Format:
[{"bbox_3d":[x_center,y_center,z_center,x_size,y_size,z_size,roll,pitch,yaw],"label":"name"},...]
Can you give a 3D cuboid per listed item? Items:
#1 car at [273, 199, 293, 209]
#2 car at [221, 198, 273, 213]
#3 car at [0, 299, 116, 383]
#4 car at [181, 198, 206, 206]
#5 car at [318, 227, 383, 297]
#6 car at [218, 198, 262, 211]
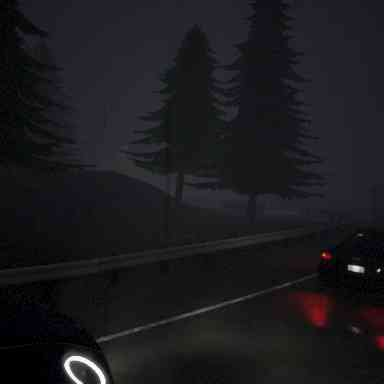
[{"bbox_3d":[11.547,1.600,46.106,4.718,1.301,1.895,0,0,35],"label":"car"},{"bbox_3d":[6.094,1.602,37.110,4.718,1.301,1.895,0,0,35],"label":"car"},{"bbox_3d":[-2.773,1.352,2.049,4.553,1.767,2.097,0,0,-35],"label":"car"},{"bbox_3d":[-0.021,1.553,54.144,4.718,1.301,1.895,0,0,35],"label":"car"},{"bbox_3d":[4.908,1.564,8.243,4.181,1.385,1.994,0,0,-42],"label":"car"},{"bbox_3d":[5.938,1.492,41.476,4.902,1.511,2.128,0,0,35],"label":"car"}]
